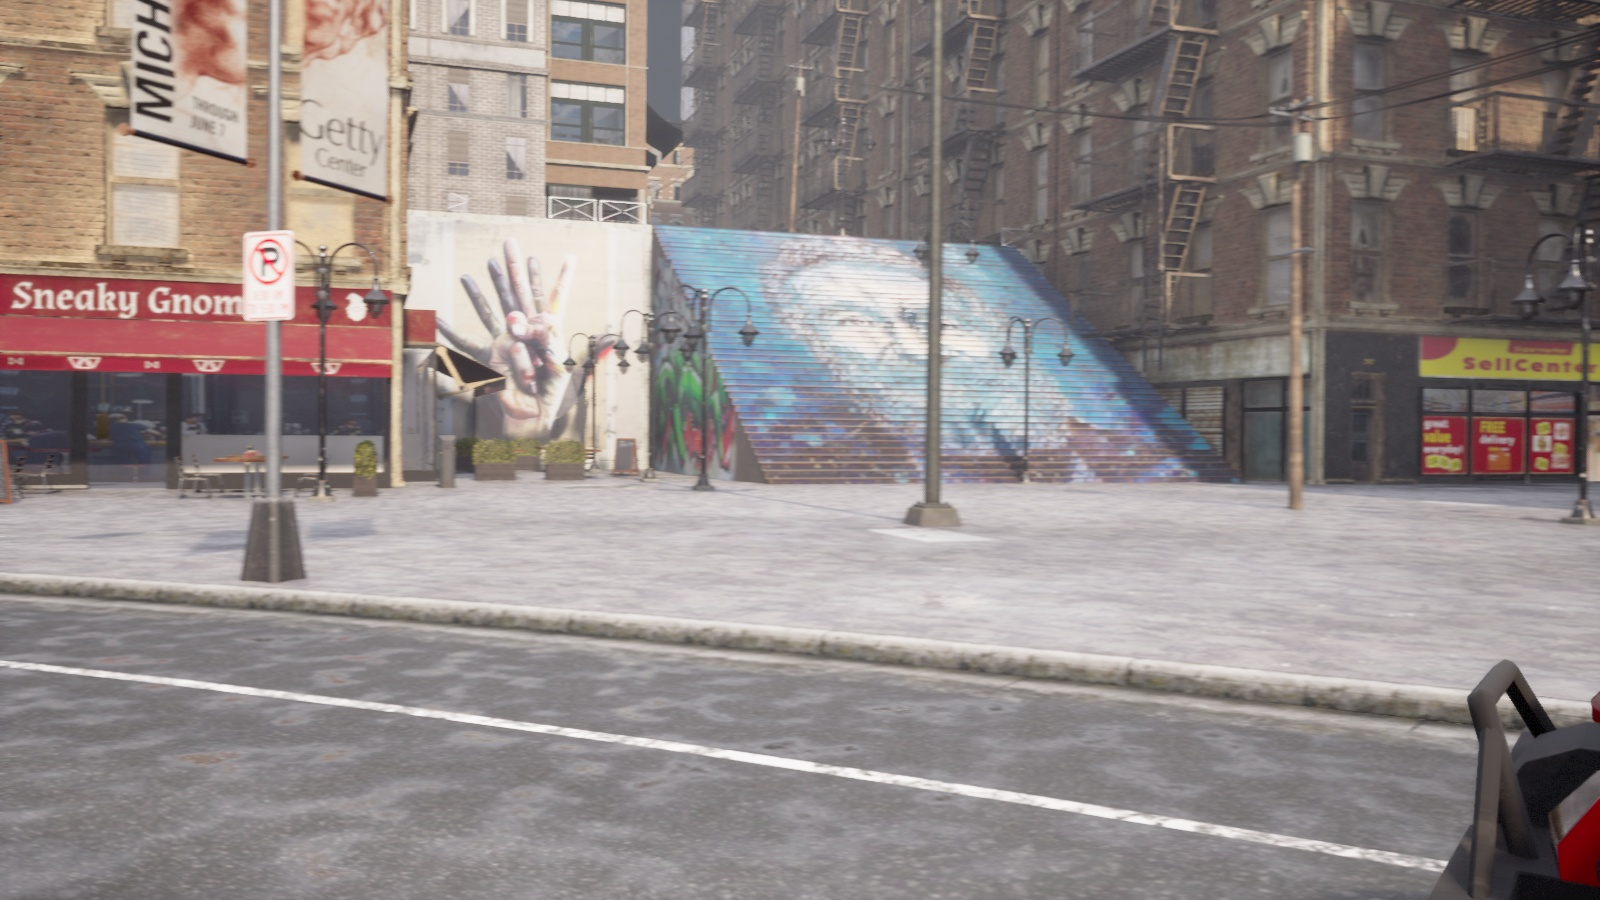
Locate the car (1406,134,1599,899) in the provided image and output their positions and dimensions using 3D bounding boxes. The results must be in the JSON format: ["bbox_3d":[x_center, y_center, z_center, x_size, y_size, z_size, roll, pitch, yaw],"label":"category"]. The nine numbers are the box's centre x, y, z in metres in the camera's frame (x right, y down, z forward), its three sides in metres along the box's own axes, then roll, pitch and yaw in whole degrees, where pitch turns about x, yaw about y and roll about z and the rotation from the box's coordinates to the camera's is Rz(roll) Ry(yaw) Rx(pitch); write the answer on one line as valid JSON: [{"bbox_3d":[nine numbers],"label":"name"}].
[{"bbox_3d":[3.070,0.474,1.608,3.866,1.878,1.905,0,1,35],"label":"car"}]
